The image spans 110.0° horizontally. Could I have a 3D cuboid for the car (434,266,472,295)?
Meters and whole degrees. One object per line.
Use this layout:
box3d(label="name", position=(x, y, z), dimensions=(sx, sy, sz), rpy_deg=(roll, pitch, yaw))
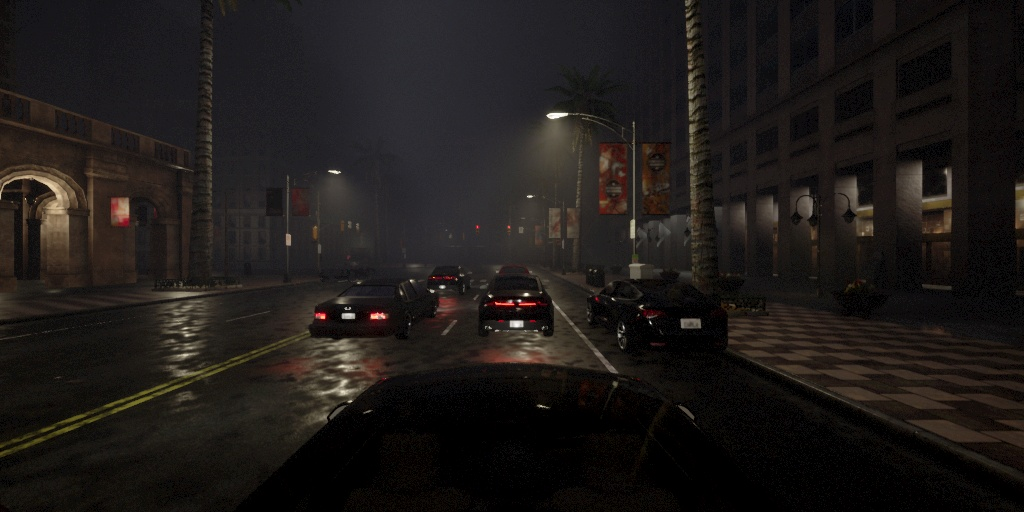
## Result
box3d(label="car", position=(-3.384, 1.255, 19.855), dimensions=(1.837, 1.490, 4.892), rpy_deg=(0, 0, 0))

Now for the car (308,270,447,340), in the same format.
box3d(label="car", position=(-3.393, 1.297, 9.966), dimensions=(2.033, 1.411, 5.357), rpy_deg=(0, 0, 0))

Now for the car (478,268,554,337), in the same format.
box3d(label="car", position=(0.097, 1.254, 10.346), dimensions=(1.837, 1.490, 4.892), rpy_deg=(0, 0, 0))

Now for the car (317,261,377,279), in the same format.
box3d(label="car", position=(-10.482, 0.960, 23.084), dimensions=(1.895, 1.301, 4.718), rpy_deg=(0, 0, 0))

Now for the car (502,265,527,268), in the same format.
box3d(label="car", position=(0.111, 1.228, 19.796), dimensions=(1.882, 1.535, 5.008), rpy_deg=(0, 0, 0))
